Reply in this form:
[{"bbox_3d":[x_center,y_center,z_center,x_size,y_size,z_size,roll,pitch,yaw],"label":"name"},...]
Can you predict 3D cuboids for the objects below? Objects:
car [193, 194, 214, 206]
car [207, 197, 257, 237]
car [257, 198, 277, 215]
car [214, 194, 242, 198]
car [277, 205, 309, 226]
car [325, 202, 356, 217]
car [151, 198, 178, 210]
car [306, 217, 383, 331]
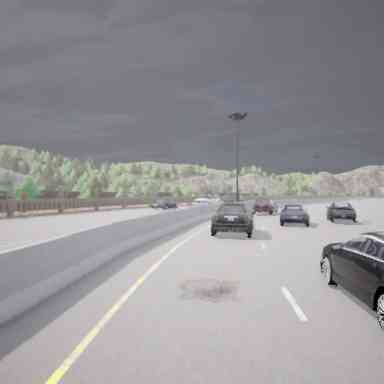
[{"bbox_3d":[2.178,1.359,48.241,2.150,2.045,5.566,0,-1,29],"label":"car"},{"bbox_3d":[2.368,1.381,18.560,2.097,1.767,4.553,0,0,12],"label":"car"},{"bbox_3d":[7.895,1.444,35.615,2.097,1.767,4.553,0,0,23],"label":"car"},{"bbox_3d":[5.637,1.363,47.285,2.150,2.045,5.566,0,-1,29],"label":"car"},{"bbox_3d":[7.407,1.619,24.187,1.994,1.385,4.181,0,0,16],"label":"car"},{"bbox_3d":[11.822,1.564,26.534,2.128,1.511,4.902,0,0,18],"label":"car"},{"bbox_3d":[-3.650,1.592,44.451,2.128,1.511,4.902,0,0,26],"label":"car"},{"bbox_3d":[4.032,1.511,6.493,2.128,1.511,4.902,0,0,4],"label":"car"}]
